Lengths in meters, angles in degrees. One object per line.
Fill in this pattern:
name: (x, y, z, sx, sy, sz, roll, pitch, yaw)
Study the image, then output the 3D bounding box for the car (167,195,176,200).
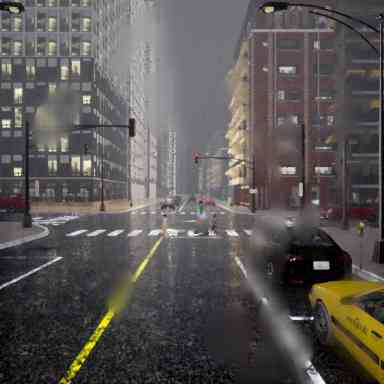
car: (-5.680, 1.599, 92.183, 2.008, 1.369, 4.403, 0, 0, 0)

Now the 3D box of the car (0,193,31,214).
car: (-17.690, 1.030, 31.063, 5.009, 1.841, 2.192, 1, -1, 0)

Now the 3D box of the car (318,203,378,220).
car: (14.646, 1.837, 31.338, 4.829, 1.417, 1.752, 1, -1, 0)

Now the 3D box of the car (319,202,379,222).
car: (13.458, 1.635, 28.724, 4.553, 1.767, 2.097, 1, 0, 0)

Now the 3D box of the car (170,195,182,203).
car: (-3.077, 1.579, 53.310, 1.994, 1.385, 4.181, 0, 0, 1)

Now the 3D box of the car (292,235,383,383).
car: (2.693, 1.525, 3.486, 1.752, 1.417, 4.829, 0, 0, 0)

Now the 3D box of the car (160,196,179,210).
car: (-3.114, 1.557, 43.290, 2.033, 1.411, 5.357, 0, 0, -4)

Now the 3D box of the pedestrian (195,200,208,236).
pedestrian: (0.484, 1.295, 17.059, 0.375, 1.860, 0.375, 0, 0, 0)

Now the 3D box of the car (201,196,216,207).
car: (2.747, 1.596, 51.023, 1.802, 1.307, 4.206, 0, 0, 0)

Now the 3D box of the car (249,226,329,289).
car: (2.693, 1.566, 8.999, 1.947, 1.339, 4.313, 0, 0, 0)

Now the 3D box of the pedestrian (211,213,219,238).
pedestrian: (1.142, 1.295, 16.458, 0.375, 1.860, 0.375, 0, 0, 0)

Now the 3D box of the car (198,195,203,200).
car: (2.698, 1.574, 63.940, 2.008, 1.369, 4.403, 0, 0, 0)

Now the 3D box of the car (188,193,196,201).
car: (0.009, 1.227, 83.594, 2.097, 1.767, 4.553, 0, 0, 0)

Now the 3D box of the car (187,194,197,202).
car: (0.008, 1.547, 73.621, 1.812, 1.442, 4.674, 0, 0, 0)

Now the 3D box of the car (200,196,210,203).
car: (2.699, 1.578, 69.588, 2.008, 1.369, 4.403, 0, 0, 0)

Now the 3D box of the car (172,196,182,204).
car: (-3.018, 1.531, 67.415, 1.837, 1.490, 4.892, 0, 0, 1)

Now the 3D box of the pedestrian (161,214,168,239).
pedestrian: (-1.210, 1.575, 15.858, 0.375, 1.300, 0.375, 0, 0, 0)
